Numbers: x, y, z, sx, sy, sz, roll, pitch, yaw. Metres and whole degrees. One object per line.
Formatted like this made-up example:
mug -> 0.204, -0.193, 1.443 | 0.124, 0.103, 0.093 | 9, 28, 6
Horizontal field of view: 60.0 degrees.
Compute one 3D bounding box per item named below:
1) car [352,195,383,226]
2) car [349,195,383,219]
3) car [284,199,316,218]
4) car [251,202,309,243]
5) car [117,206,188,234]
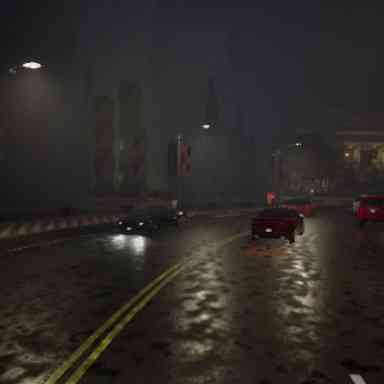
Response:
car -> 13.231, 1.287, 22.999 | 2.150, 2.045, 5.566 | 0, 0, 43
car -> 17.227, 1.304, 30.896 | 5.566, 2.045, 2.150 | 0, 0, -34
car -> 8.695, 1.393, 28.510 | 4.553, 1.767, 2.097 | 0, 0, -43
car -> 4.366, 1.498, 16.509 | 1.882, 1.535, 5.008 | 0, 0, 26
car -> -2.110, 1.536, 19.736 | 2.033, 1.411, 5.357 | 0, 0, 27
